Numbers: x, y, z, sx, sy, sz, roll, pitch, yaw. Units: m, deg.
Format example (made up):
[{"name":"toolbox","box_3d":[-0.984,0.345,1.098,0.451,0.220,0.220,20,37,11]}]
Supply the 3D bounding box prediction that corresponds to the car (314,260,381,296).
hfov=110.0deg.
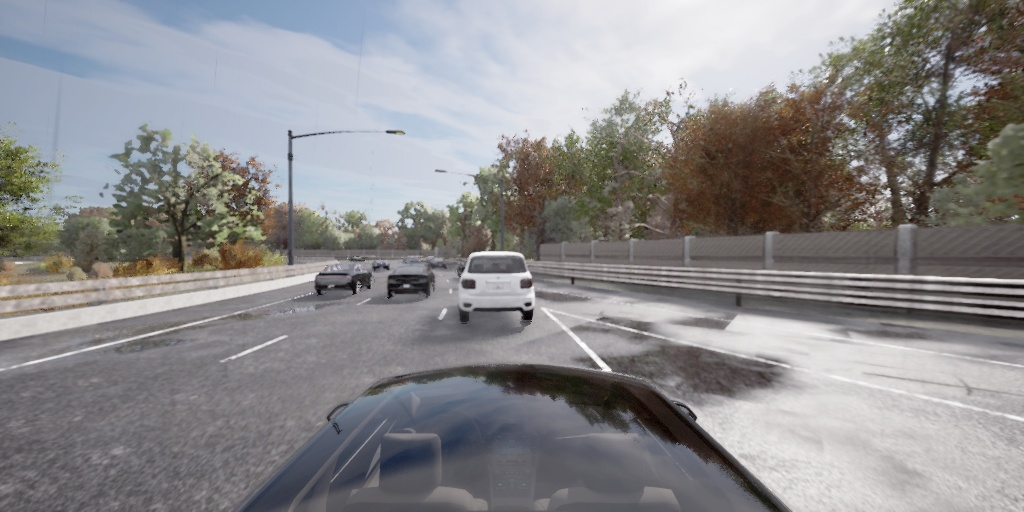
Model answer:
[{"name":"car","box_3d":[-8.549,1.137,18.574,2.128,1.511,4.902,0,0,-9]}]

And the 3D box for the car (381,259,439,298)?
[{"name":"car","box_3d":[-4.867,1.123,17.786,1.882,1.535,5.008,0,0,-8]}]

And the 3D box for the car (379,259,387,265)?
[{"name":"car","box_3d":[-16.383,1.077,44.516,1.895,1.301,4.718,0,0,-24]}]

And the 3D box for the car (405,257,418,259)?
[{"name":"car","box_3d":[-12.112,0.969,43.374,2.128,1.511,4.902,0,0,-22]}]

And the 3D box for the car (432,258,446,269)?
[{"name":"car","box_3d":[-9.828,0.976,46.623,1.812,1.442,4.674,0,0,-24]}]

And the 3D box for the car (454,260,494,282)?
[{"name":"car","box_3d":[-3.105,1.116,28.293,2.033,1.411,5.357,0,0,-18]}]

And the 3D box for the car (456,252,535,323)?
[{"name":"car","box_3d":[-0.621,0.897,12.091,2.150,2.045,5.566,0,0,-6]}]
